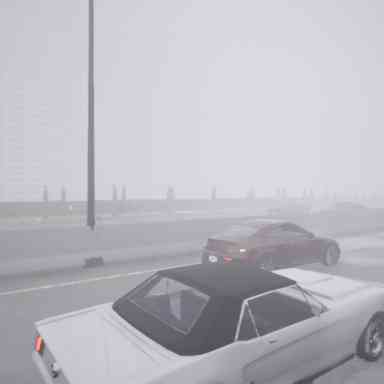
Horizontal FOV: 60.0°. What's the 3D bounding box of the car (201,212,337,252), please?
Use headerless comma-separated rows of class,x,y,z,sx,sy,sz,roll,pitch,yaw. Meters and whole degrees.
car,2.407,1.526,9.765,4.674,1.442,1.812,0,0,-36

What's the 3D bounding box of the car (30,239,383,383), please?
car,0.677,1.601,4.230,4.718,1.301,1.895,0,0,-36

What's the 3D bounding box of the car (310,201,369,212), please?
car,11.491,1.494,25.093,4.902,1.511,2.128,0,0,-35

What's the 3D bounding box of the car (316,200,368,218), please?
car,14.117,1.550,31.268,5.357,1.411,2.033,0,0,-35

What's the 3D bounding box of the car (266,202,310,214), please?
car,9.304,1.603,32.133,4.718,1.301,1.895,0,0,-35
